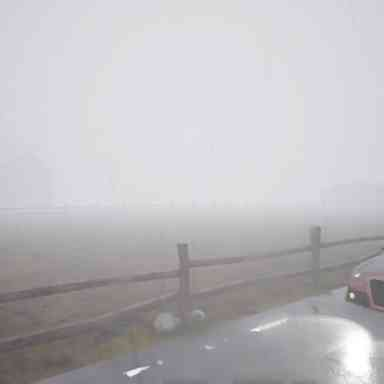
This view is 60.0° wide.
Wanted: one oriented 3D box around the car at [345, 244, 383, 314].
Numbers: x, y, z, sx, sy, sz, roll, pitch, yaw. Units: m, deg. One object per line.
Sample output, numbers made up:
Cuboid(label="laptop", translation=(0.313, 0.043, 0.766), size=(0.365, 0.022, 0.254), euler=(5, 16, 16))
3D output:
Cuboid(label="car", translation=(4.911, 1.548, 6.572), size=(4.181, 1.385, 1.994), euler=(0, 0, -36))
